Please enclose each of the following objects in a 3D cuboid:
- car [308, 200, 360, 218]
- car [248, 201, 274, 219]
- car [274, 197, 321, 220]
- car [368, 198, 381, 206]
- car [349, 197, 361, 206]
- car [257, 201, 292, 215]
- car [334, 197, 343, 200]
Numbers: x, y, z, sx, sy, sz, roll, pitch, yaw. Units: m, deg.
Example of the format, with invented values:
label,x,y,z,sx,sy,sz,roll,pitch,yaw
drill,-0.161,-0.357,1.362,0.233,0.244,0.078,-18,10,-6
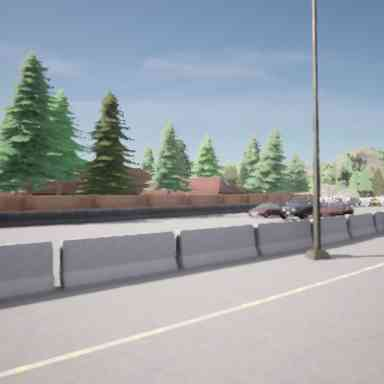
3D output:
label,x,y,z,sx,sy,sz,roll,pitch,yaw
car,12.043,1.714,28.000,5.008,1.535,1.882,0,-1,-45
car,7.564,1.867,33.426,1.812,1.442,4.674,-1,-1,45
car,10.423,1.515,31.316,5.566,2.045,2.150,1,-1,-45
car,34.635,1.909,62.972,1.882,1.535,5.008,-1,-1,31
car,32.257,1.832,65.861,2.097,1.767,4.553,-1,-1,29
car,10.272,1.904,41.320,2.128,1.511,4.902,-1,-1,42
car,32.937,1.708,74.739,1.882,1.535,5.008,-1,-1,26
